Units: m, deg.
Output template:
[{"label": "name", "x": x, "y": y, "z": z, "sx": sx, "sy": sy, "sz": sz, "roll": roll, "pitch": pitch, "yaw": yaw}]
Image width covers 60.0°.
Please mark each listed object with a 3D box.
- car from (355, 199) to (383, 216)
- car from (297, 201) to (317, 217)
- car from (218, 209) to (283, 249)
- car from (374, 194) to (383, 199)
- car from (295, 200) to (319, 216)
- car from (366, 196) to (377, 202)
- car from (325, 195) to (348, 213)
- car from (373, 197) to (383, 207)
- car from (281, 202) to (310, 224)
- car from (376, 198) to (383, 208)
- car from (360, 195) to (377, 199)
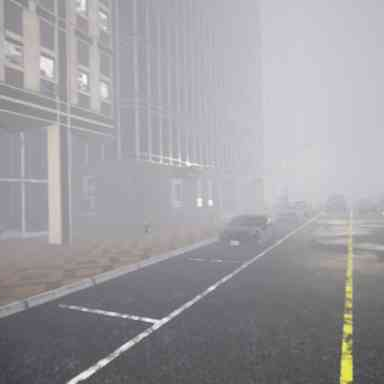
[{"label": "car", "x": 17.104, "y": 1.607, "z": 32.103, "sx": 1.895, "sy": 1.301, "sz": 4.718, "roll": -2, "pitch": -1, "yaw": 26}, {"label": "car", "x": 9.997, "y": 1.585, "z": 30.663, "sx": 1.967, "sy": 1.590, "sz": 4.097, "roll": -2, "pitch": -1, "yaw": 26}, {"label": "car", "x": 2.659, "y": 1.689, "z": 15.388, "sx": 1.947, "sy": 1.339, "sz": 4.313, "roll": -2, "pitch": -1, "yaw": 26}, {"label": "car", "x": 24.887, "y": 1.275, "z": 42.308, "sx": 2.192, "sy": 1.841, "sz": 5.009, "roll": -2, "pitch": -1, "yaw": 26}, {"label": "car", "x": 12.372, "y": 1.678, "z": 35.599, "sx": 1.752, "sy": 1.417, "sz": 4.829, "roll": -2, "pitch": -1, "yaw": 26}, {"label": "car", "x": 42.020, "y": 1.600, "z": 77.943, "sx": 1.947, "sy": 1.339, "sz": 4.313, "roll": -2, "pitch": -1, "yaw": 26}, {"label": "car", "x": 16.811, "y": 1.317, "z": 38.664, "sx": 2.150, "sy": 2.045, "sz": 5.566, "roll": -2, "pitch": -1, "yaw": 26}, {"label": "car", "x": 29.786, "y": 1.559, "z": 52.488, "sx": 1.802, "sy": 1.307, "sz": 4.206, "roll": -2, "pitch": -1, "yaw": 26}, {"label": "car", "x": 7.553, "y": 1.687, "z": 25.570, "sx": 2.008, "sy": 1.369, "sz": 4.403, "roll": -2, "pitch": -1, "yaw": 26}, {"label": "car", "x": 27.339, "y": 1.551, "z": 47.397, "sx": 1.802, "sy": 1.307, "sz": 4.206, "roll": -2, "pitch": -1, "yaw": 26}, {"label": "car", "x": 21.505, "y": 1.502, "z": 41.472, "sx": 1.882, "sy": 1.535, "sz": 5.008, "roll": -2, "pitch": -1, "yaw": 26}]
